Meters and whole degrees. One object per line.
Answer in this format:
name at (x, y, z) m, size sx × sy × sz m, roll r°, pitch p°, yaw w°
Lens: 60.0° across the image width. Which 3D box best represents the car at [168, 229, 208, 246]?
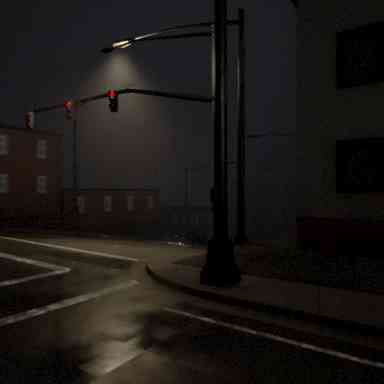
car at (-0.244, 4.029, 30.358) m, size 1.994 × 1.385 × 4.181 m, roll 0°, pitch -12°, yaw 35°
